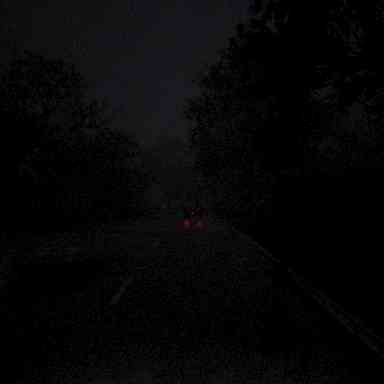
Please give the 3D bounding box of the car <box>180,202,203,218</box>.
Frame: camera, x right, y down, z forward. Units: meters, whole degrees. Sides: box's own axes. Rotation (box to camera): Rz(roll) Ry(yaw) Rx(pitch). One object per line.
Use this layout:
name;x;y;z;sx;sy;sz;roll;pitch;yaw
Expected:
car;0.091;1.908;34.898;2.128;1.511;4.902;0;-1;0

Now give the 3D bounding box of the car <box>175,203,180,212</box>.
car;-1.115;2.183;49.181;1.882;1.535;5.008;1;-2;-16
